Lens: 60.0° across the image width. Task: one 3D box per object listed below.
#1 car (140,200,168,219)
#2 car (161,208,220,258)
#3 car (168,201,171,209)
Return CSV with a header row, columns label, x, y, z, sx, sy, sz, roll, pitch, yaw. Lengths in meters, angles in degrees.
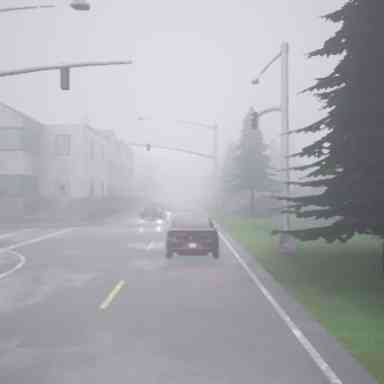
label,x,y,z,sx,sy,sz,roll,pitch,yaw
car,-3.822,1.649,32.603,2.097,1.767,4.553,0,-1,0
car,0.007,1.598,13.325,1.882,1.535,5.008,0,0,0
car,-3.915,1.949,46.817,1.812,1.442,4.674,0,-1,0
